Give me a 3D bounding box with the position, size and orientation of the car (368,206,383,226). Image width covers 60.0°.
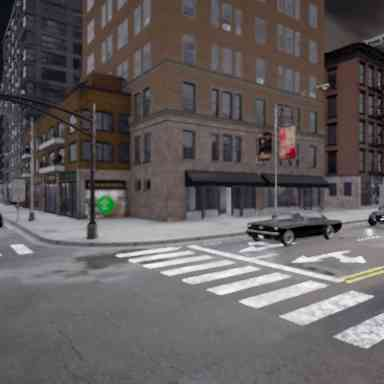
[{"bbox_3d":[12.805,1.413,20.785,4.181,1.385,1.994,0,0,-37],"label":"car"}]

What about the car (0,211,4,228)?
[{"bbox_3d":[-13.226,1.555,21.301,1.947,1.339,4.313,0,0,-35],"label":"car"}]

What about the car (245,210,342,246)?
[{"bbox_3d":[4.640,1.515,14.960,4.718,1.301,1.895,0,0,-35],"label":"car"}]
